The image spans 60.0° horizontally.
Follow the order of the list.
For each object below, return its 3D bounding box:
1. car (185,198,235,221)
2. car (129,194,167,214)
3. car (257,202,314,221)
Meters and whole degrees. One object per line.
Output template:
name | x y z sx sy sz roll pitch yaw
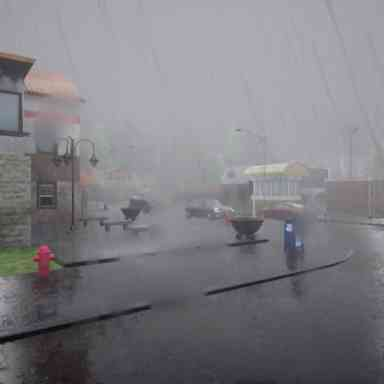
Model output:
car | 1.380 1.352 27.067 2.097 1.767 4.553 0 0 -35
car | -4.844 1.220 35.854 2.150 2.045 5.566 0 0 -35
car | 7.209 1.525 25.959 1.812 1.442 4.674 0 0 -35
